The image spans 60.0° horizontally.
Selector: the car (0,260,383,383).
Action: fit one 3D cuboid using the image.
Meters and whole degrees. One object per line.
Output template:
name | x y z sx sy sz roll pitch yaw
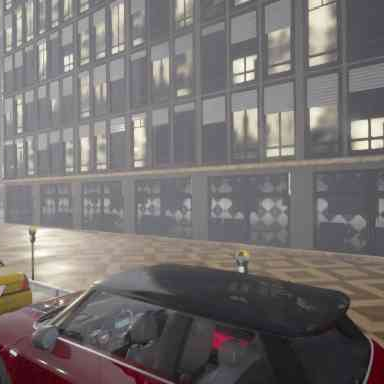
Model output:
car | -0.368 1.441 3.157 4.097 1.590 1.967 0 -1 36
